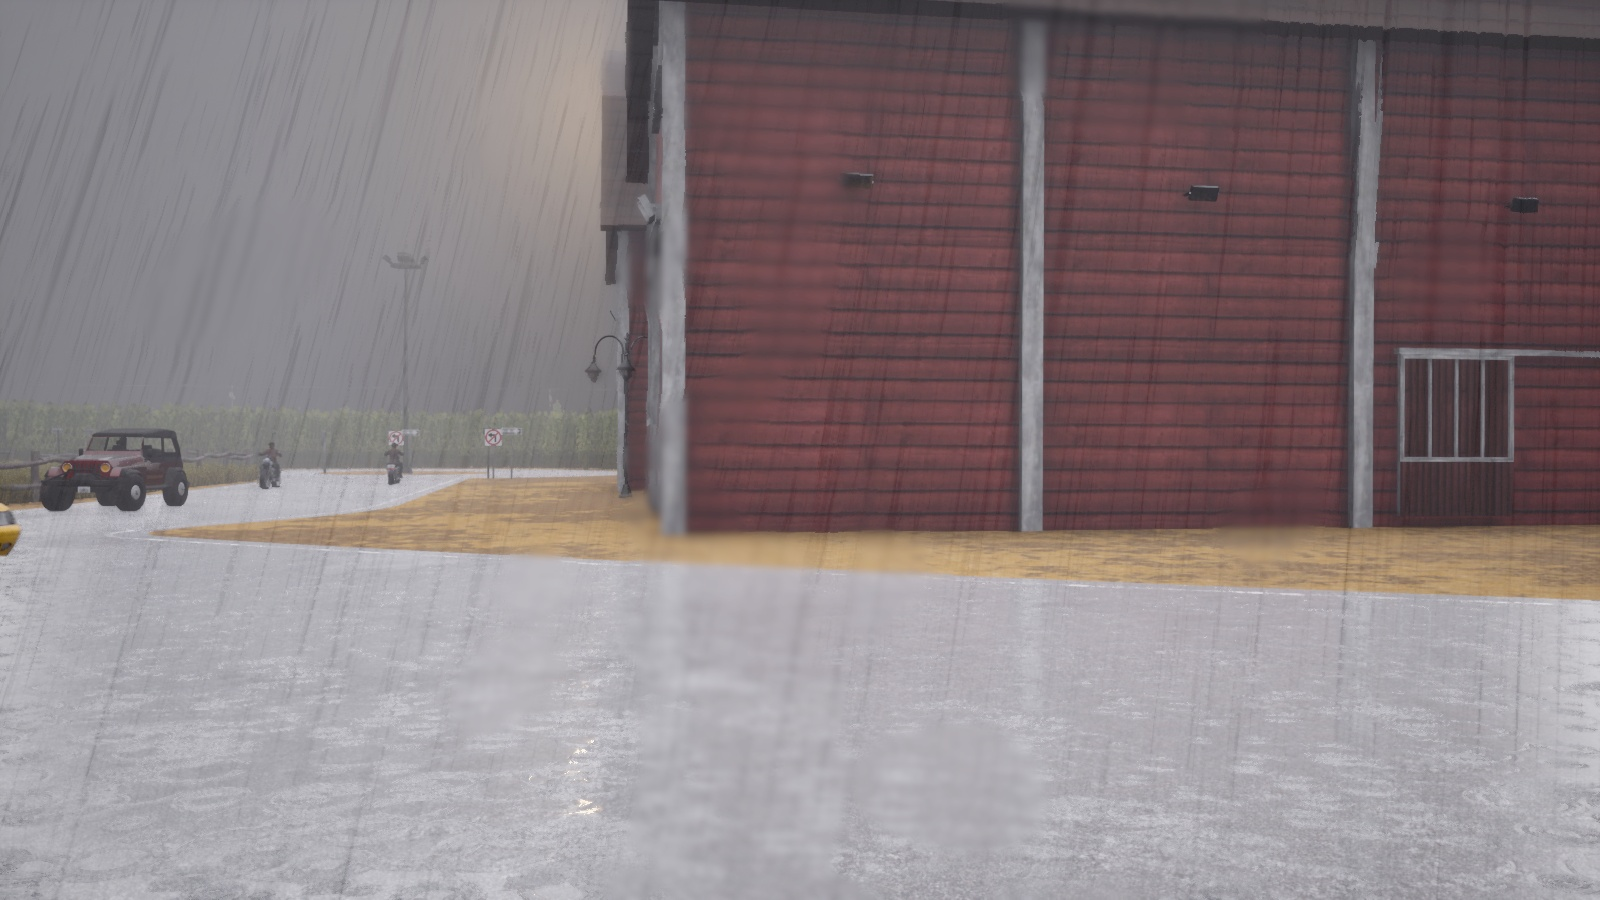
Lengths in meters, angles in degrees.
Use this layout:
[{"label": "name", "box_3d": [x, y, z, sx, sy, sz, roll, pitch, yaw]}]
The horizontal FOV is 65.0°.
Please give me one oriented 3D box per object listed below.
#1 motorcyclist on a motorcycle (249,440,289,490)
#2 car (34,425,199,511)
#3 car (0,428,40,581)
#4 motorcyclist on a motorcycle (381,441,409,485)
[{"label": "motorcyclist on a motorcycle", "box_3d": [-18.135, 0.500, 42.938, 0.766, 1.649, 2.350, 0, 0, -11]}, {"label": "car", "box_3d": [-15.842, 0.391, 29.340, 1.905, 1.878, 3.866, 0, 0, -3]}, {"label": "car", "box_3d": [-10.854, 0.558, 13.854, 5.366, 1.575, 1.801, 0, 0, 29]}, {"label": "motorcyclist on a motorcycle", "box_3d": [-15.680, 0.500, 48.634, 0.766, 1.649, 2.350, 0, 0, -11]}]
